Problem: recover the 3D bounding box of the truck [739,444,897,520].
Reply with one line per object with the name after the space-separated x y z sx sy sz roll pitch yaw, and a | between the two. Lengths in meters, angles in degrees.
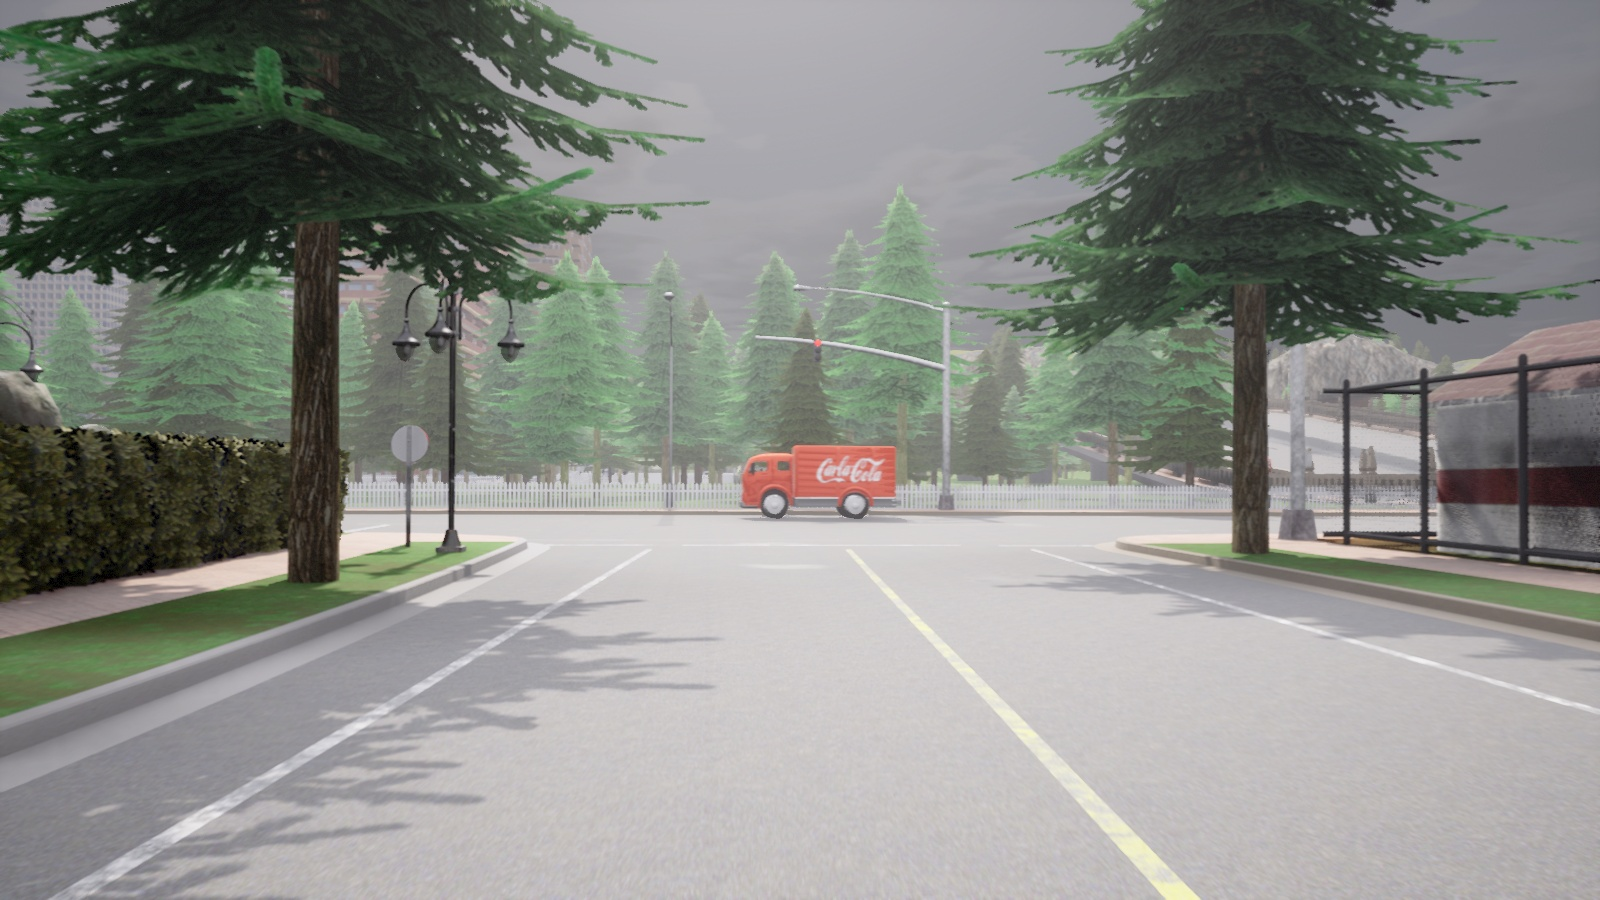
0.532 1.079 42.706 5.204 2.467 2.627 0 -1 -3 | truck
